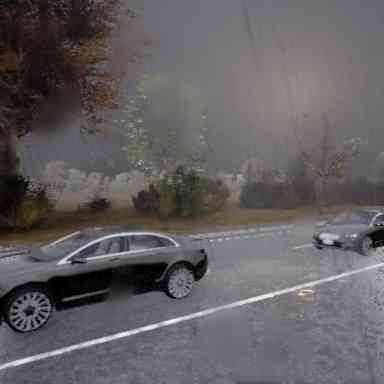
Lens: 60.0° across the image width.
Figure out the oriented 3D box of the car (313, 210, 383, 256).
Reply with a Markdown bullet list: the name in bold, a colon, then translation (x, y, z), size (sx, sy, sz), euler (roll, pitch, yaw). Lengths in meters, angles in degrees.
- **car**: translation (6.730, 1.476, 13.101), size (4.902, 1.511, 2.128), euler (0, 0, -37)

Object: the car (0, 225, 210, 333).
- **car**: translation (-1.886, 1.494, 6.886), size (4.902, 1.511, 2.128), euler (0, 0, -35)
